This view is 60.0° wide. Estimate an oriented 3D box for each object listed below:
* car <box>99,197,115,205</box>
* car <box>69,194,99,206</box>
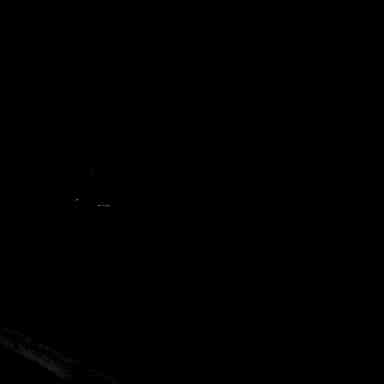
[{"bbox_3d":[-11.888,1.348,52.438,1.994,1.385,4.181,0,1,39],"label":"car"},{"bbox_3d":[-16.782,1.160,51.929,2.097,1.767,4.553,0,1,39],"label":"car"}]
